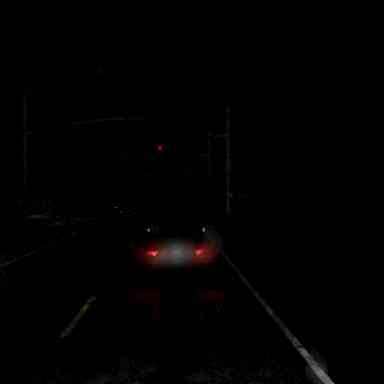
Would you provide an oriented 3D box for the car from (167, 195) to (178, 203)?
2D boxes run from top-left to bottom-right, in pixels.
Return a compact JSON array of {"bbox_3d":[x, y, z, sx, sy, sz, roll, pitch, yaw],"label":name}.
[{"bbox_3d":[-3.725,1.378,64.893,1.812,1.442,4.674,0,0,-3],"label":"car"}]

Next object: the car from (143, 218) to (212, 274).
[{"bbox_3d":[-0.477,1.522,10.490,2.033,1.411,5.357,0,0,-3],"label":"car"}]

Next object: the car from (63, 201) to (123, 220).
[{"bbox_3d":[-8.153,1.446,27.359,4.902,1.511,2.128,0,0,9],"label":"car"}]
